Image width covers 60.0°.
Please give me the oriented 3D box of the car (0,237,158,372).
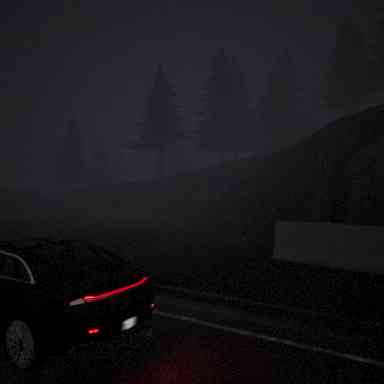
[{"bbox_3d":[-2.863,1.550,5.727,4.902,1.511,2.128,-1,0,33],"label":"car"}]
